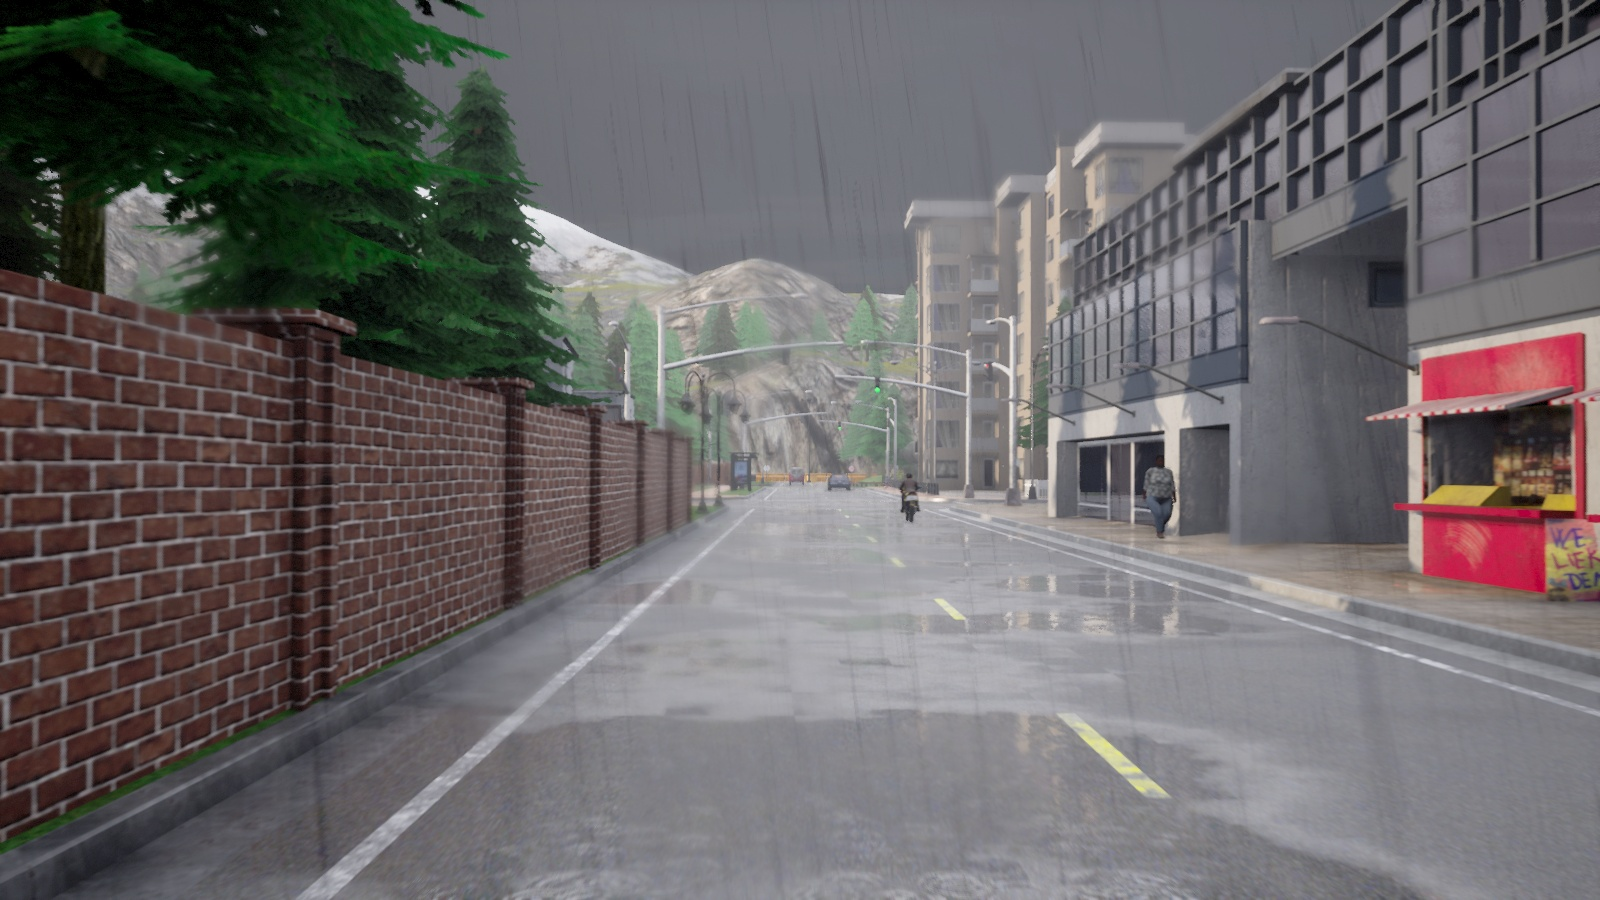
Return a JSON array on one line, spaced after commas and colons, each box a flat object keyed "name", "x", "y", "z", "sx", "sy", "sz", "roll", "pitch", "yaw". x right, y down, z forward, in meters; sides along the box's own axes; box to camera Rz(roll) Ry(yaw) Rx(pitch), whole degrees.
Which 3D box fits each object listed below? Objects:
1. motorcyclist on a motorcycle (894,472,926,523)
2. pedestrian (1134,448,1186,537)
[{"name": "motorcyclist on a motorcycle", "x": 3.405, "y": 1.454, "z": 39.034, "sx": 0.797, "sy": 1.523, "sz": 2.044, "roll": 0, "pitch": -1, "yaw": 0}, {"name": "pedestrian", "x": 7.624, "y": 0.903, "z": 26.634, "sx": 0.874, "sy": 1.855, "sz": 0.900, "roll": 0, "pitch": -1, "yaw": 3}]
